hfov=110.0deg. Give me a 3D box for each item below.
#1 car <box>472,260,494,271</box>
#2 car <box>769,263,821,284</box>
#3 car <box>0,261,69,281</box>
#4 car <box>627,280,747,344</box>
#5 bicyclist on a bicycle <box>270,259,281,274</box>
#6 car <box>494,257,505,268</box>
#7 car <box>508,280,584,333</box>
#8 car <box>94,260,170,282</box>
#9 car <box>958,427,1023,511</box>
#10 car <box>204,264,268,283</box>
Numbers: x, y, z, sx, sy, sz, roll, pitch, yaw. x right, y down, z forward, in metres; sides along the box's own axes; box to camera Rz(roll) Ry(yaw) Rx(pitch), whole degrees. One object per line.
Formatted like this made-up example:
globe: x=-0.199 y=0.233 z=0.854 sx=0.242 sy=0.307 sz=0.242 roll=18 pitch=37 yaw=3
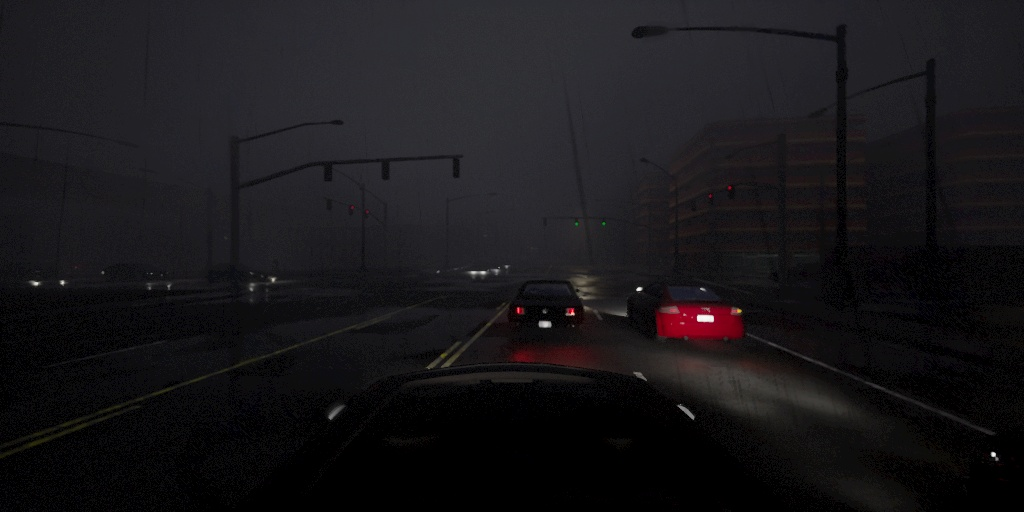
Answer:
car: x=-4.101 y=1.335 z=48.569 sx=1.994 sy=1.385 sz=4.181 roll=0 pitch=1 yaw=8
car: x=22.678 y=1.333 z=27.577 sx=5.008 sy=1.535 sz=1.882 roll=0 pitch=0 yaw=6
car: x=-41.936 y=1.298 z=31.186 sx=5.008 sy=1.535 sz=1.882 roll=0 pitch=0 yaw=11
car: x=4.492 y=1.346 z=9.847 sx=1.994 sy=1.385 sz=4.181 roll=0 pitch=0 yaw=7
bicyclist on a bicycle: x=-26.605 y=1.167 z=40.343 sx=0.582 sy=1.620 sz=1.656 roll=0 pitch=0 yaw=6
car: x=-2.800 y=1.258 z=58.429 sx=1.895 sy=1.301 sz=4.718 roll=0 pitch=1 yaw=8
car: x=1.100 y=1.384 z=10.947 sx=1.895 sy=1.301 sz=4.718 roll=0 pitch=0 yaw=7
car: x=-31.293 y=1.328 z=29.839 sx=4.892 sy=1.490 sz=1.837 roll=0 pitch=0 yaw=6
car: x=3.640 y=1.239 z=0.102 sx=2.128 sy=1.511 sz=4.902 roll=0 pitch=0 yaw=0
car: x=-22.162 y=1.353 z=28.810 sx=4.674 sy=1.442 sz=1.812 roll=0 pitch=0 yaw=6
